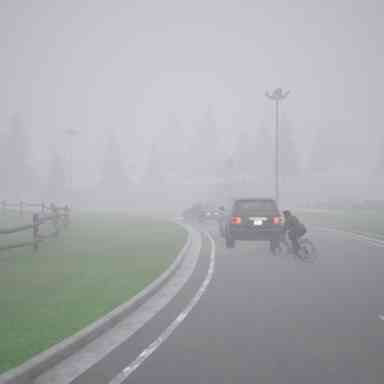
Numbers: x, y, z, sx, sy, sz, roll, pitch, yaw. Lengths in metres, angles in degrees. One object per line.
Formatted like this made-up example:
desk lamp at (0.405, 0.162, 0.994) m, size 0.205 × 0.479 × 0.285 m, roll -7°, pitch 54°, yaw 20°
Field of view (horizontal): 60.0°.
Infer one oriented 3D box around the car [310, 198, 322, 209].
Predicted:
car at (18.798, 1.478, 43.921) m, size 5.008 × 1.535 × 1.882 m, roll 0°, pitch 0°, yaw 2°

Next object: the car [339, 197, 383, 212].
car at (19.283, 1.526, 36.901) m, size 4.674 × 1.442 × 1.812 m, roll 0°, pitch 0°, yaw 3°

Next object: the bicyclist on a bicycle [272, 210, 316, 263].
bicyclist on a bicycle at (3.250, 1.451, 10.786) m, size 0.582 × 1.620 × 1.656 m, roll 0°, pitch -2°, yaw -41°

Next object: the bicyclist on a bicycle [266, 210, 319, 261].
bicyclist on a bicycle at (3.453, 1.454, 11.540) m, size 0.582 × 1.620 × 1.656 m, roll 0°, pitch -2°, yaw -40°

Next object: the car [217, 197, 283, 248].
car at (2.472, 1.222, 14.874) m, size 2.150 × 2.045 × 5.566 m, roll 0°, pitch 0°, yaw 1°

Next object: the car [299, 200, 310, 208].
car at (17.766, 1.525, 47.464) m, size 4.674 × 1.442 × 1.812 m, roll 0°, pitch 0°, yaw 3°

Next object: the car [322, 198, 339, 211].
car at (19.143, 1.548, 40.410) m, size 5.357 × 1.411 × 2.033 m, roll 0°, pitch 0°, yaw 2°

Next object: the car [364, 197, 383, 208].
car at (27.332, 1.478, 47.074) m, size 5.008 × 1.535 × 1.882 m, roll 0°, pitch 0°, yaw 2°

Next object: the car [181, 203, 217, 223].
car at (0.814, 1.547, 25.378) m, size 2.033 × 1.411 × 5.357 m, roll 0°, pitch 0°, yaw -20°
